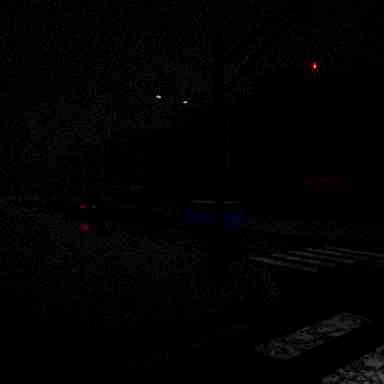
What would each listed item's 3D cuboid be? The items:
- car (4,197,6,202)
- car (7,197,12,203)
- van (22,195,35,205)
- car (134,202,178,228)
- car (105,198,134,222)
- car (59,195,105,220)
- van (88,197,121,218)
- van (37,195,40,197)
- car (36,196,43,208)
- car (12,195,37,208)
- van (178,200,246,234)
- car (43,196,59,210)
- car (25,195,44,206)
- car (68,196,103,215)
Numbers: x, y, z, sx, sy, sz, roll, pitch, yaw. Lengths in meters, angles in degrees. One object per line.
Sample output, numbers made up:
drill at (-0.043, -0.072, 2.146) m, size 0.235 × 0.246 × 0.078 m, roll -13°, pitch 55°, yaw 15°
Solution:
car at (-43.896, 1.801, 80.774) m, size 1.752 × 1.417 × 4.829 m, roll 0°, pitch 0°, yaw -36°
car at (-40.585, 1.697, 76.202) m, size 1.967 × 1.590 × 4.097 m, roll 0°, pitch 0°, yaw -36°
van at (-30.949, 1.545, 62.899) m, size 1.690 × 1.788 × 3.998 m, roll 0°, pitch 0°, yaw -36°
car at (-2.040, 1.487, 22.990) m, size 1.967 × 1.590 × 4.097 m, roll 0°, pitch 0°, yaw -36°
car at (-5.252, 1.503, 27.425) m, size 1.967 × 1.590 × 4.097 m, roll 0°, pitch 0°, yaw -36°
car at (-9.517, 1.294, 28.992) m, size 2.150 × 2.045 × 5.566 m, roll 0°, pitch 0°, yaw -36°
van at (-8.465, 1.421, 31.859) m, size 1.690 × 1.788 × 3.998 m, roll 0°, pitch 0°, yaw -36°
van at (-24.525, 1.510, 54.030) m, size 1.690 × 1.788 × 3.998 m, roll 0°, pitch 0°, yaw -36°
car at (-21.312, 1.701, 49.596) m, size 2.008 × 1.369 × 4.403 m, roll 0°, pitch 0°, yaw -36°
car at (-26.180, 1.518, 51.993) m, size 2.097 × 1.767 × 4.553 m, roll 0°, pitch 0°, yaw -36°
van at (1.171, 1.373, 18.556) m, size 1.690 × 1.788 × 3.998 m, roll 0°, pitch 0°, yaw -36°
car at (-18.101, 1.448, 45.162) m, size 2.192 × 1.841 × 5.009 m, roll 0°, pitch 0°, yaw -36°
car at (-27.737, 1.501, 58.465) m, size 2.192 × 1.841 × 5.009 m, roll 0°, pitch 0°, yaw -36°
car at (-11.677, 1.412, 36.291) m, size 2.192 × 1.841 × 5.009 m, roll 0°, pitch 0°, yaw -36°
